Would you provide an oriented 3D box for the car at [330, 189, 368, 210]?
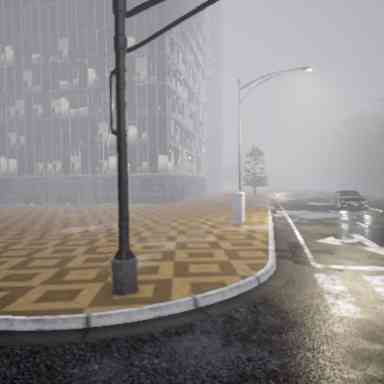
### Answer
[{"bbox_3d":[11.845,0.560,25.380,1.837,1.490,4.892,0,2,12],"label":"car"}]
